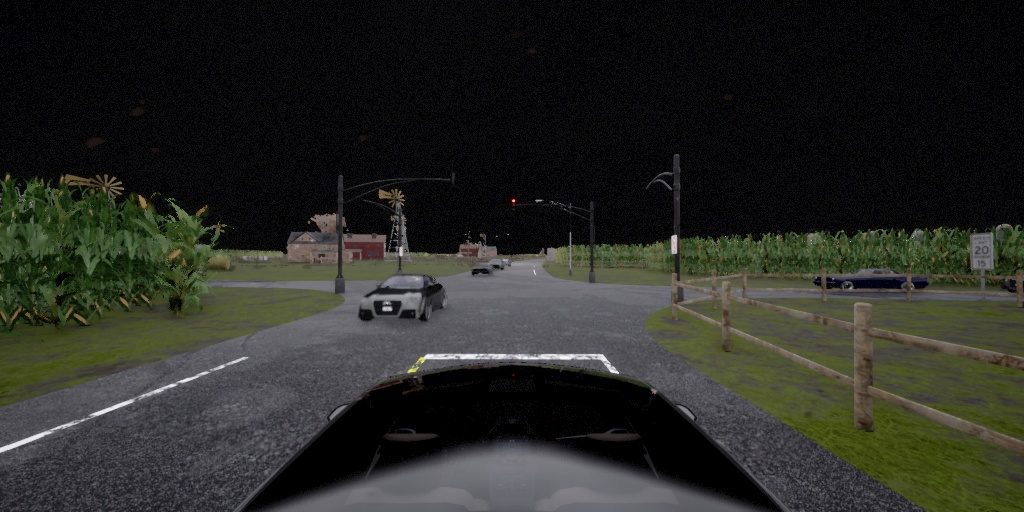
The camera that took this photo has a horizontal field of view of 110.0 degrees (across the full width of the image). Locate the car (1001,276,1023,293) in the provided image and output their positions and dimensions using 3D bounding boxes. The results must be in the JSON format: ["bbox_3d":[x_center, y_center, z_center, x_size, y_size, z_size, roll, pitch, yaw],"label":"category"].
[{"bbox_3d":[29.361,1.378,19.079,4.181,1.385,1.994,0,-1,10],"label":"car"}]

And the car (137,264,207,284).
[{"bbox_3d":[-24.174,1.195,25.354,4.902,1.511,2.128,0,-1,10],"label":"car"}]

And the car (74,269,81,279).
[{"bbox_3d":[-33.987,1.293,27.011,4.718,1.301,1.895,0,-1,9],"label":"car"}]

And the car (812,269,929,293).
[{"bbox_3d":[20.394,1.401,20.634,4.718,1.301,1.895,0,-1,9],"label":"car"}]

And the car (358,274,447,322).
[{"bbox_3d":[-3.509,1.315,12.160,1.994,1.385,4.181,0,0,1],"label":"car"}]

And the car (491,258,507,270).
[{"bbox_3d":[-2.231,1.093,50.566,2.097,1.767,4.553,0,0,3],"label":"car"}]

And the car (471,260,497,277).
[{"bbox_3d":[-2.910,1.349,35.781,1.895,1.301,4.718,0,0,2],"label":"car"}]
